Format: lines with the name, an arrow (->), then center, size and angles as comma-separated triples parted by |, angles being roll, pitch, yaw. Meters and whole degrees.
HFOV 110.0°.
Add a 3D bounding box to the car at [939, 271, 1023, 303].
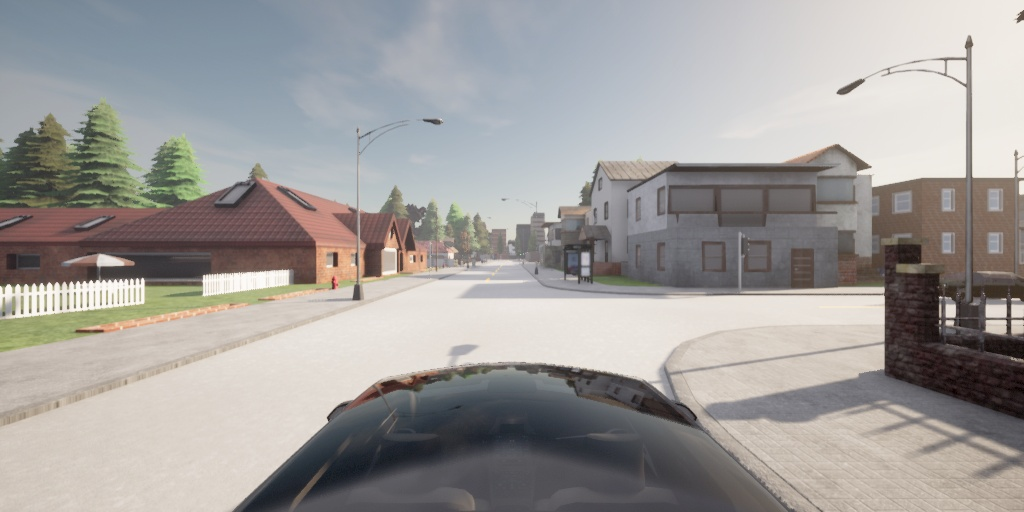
car -> 20.594, 1.346, 16.021 | 4.718, 1.301, 1.895 | 0, 0, 0
